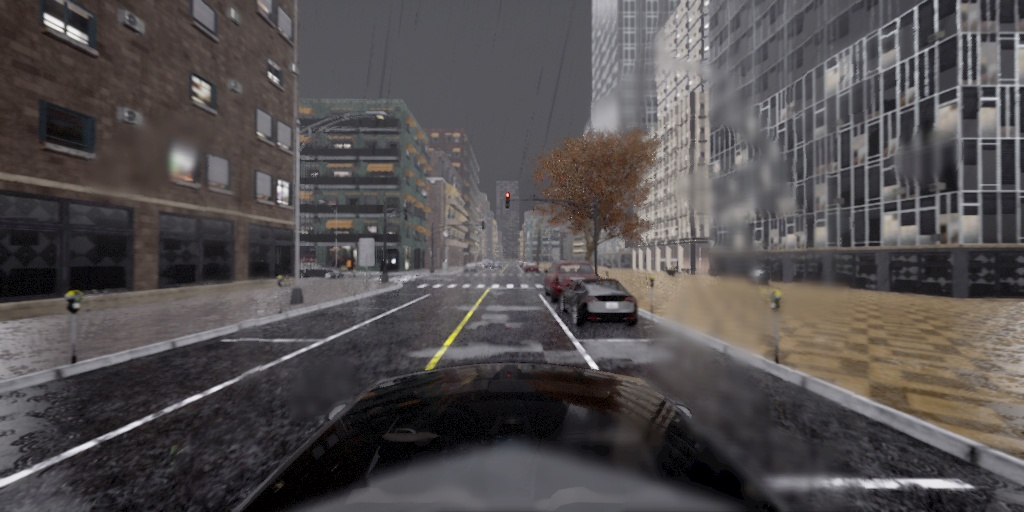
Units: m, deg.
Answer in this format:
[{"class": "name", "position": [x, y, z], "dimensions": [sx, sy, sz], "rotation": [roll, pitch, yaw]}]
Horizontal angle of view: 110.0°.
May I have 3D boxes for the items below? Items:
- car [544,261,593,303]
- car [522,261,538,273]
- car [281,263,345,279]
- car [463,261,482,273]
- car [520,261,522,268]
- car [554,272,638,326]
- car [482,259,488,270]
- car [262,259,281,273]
[{"class": "car", "position": [2.696, 1.157, 17.237], "dimensions": [2.192, 1.841, 5.009], "rotation": [0, 0, 0]}, {"class": "car", "position": [2.706, 1.592, 49.624], "dimensions": [1.888, 1.381, 4.507], "rotation": [0, 0, 0]}, {"class": "car", "position": [-16.426, 1.263, 30.215], "dimensions": [4.403, 1.370, 2.007], "rotation": [0, 0, -1]}, {"class": "car", "position": [-5.674, 1.599, 49.626], "dimensions": [2.007, 1.370, 4.403], "rotation": [0, 0, 0]}, {"class": "car", "position": [2.709, 1.649, 60.859], "dimensions": [1.751, 1.417, 4.829], "rotation": [0, 0, 0]}, {"class": "car", "position": [2.695, 1.375, 11.714], "dimensions": [1.948, 1.339, 4.313], "rotation": [0, 0, 0]}, {"class": "car", "position": [-5.671, 1.675, 60.692], "dimensions": [2.007, 1.370, 4.403], "rotation": [0, 0, 0]}, {"class": "car", "position": [-21.823, 1.161, 30.163], "dimensions": [4.829, 1.417, 1.751], "rotation": [0, 0, -1]}]
